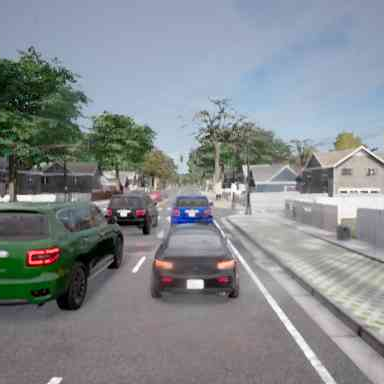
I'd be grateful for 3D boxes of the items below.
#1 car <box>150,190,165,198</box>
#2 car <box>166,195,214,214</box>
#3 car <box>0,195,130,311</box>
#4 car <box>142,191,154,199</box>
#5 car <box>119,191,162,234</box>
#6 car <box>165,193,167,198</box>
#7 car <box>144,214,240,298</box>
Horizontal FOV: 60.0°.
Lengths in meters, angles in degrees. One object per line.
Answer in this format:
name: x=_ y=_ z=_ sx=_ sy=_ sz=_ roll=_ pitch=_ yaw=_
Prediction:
car: x=-6.536 y=0.709 z=57.930 sx=2.150 sy=2.045 sz=5.566 roll=0 pitch=1 yaw=0
car: x=0.034 y=1.144 z=18.385 sx=2.150 sy=2.045 sz=5.566 roll=0 pitch=0 yaw=1
car: x=-3.184 y=1.204 z=7.886 sx=2.150 sy=2.045 sz=5.566 roll=0 pitch=0 yaw=1
car: x=-9.702 y=0.662 z=73.581 sx=2.128 sy=1.511 sz=4.902 roll=0 pitch=1 yaw=0
car: x=-3.215 y=1.143 z=18.512 sx=2.150 sy=2.045 sz=5.566 roll=0 pitch=0 yaw=1
car: x=-6.452 y=0.702 z=73.079 sx=1.994 sy=1.385 sz=4.181 roll=0 pitch=1 yaw=0
car: x=0.071 y=1.506 z=8.352 sx=1.812 sy=1.442 sz=4.674 roll=0 pitch=0 yaw=0
